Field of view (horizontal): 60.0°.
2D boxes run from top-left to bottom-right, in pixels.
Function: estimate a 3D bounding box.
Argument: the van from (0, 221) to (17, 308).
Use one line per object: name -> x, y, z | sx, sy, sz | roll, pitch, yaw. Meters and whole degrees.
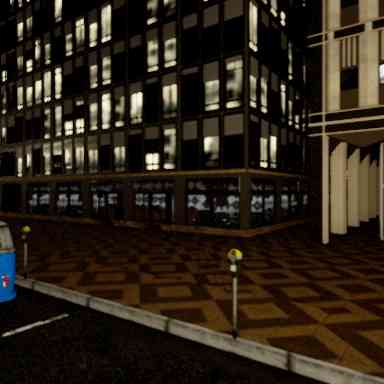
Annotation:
van -> -5.097, 1.345, 6.509 | 3.998, 1.788, 1.690 | 0, 0, 36
